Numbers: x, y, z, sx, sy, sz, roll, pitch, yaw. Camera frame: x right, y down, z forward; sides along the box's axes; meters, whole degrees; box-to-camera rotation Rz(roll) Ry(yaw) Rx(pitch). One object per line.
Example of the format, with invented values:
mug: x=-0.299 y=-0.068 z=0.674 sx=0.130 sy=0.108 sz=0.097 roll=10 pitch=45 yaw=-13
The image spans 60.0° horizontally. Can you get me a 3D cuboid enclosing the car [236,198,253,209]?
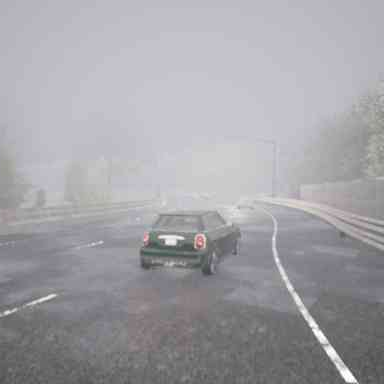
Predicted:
car: x=6.760 y=1.450 z=42.820 sx=1.812 sy=1.442 sz=4.674 roll=0 pitch=0 yaw=4

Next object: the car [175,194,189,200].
car: x=-3.502 y=1.285 z=88.191 sx=2.033 sy=1.411 sz=5.357 roll=0 pitch=0 yaw=-23

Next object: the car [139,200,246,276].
car: x=0.163 y=1.324 z=10.667 sx=2.097 sy=1.767 sz=4.553 roll=0 pitch=0 yaw=20

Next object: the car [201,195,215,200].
car: x=3.687 y=1.357 z=76.945 sx=2.033 sy=1.411 sz=5.357 roll=0 pitch=0 yaw=-14

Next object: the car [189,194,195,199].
car: x=-0.787 y=1.306 z=90.859 sx=1.994 sy=1.385 sz=4.181 roll=0 pitch=0 yaw=-23

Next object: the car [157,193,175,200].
car: x=-7.002 y=1.077 z=87.522 sx=2.097 sy=1.767 sz=4.553 roll=0 pitch=0 yaw=-23
